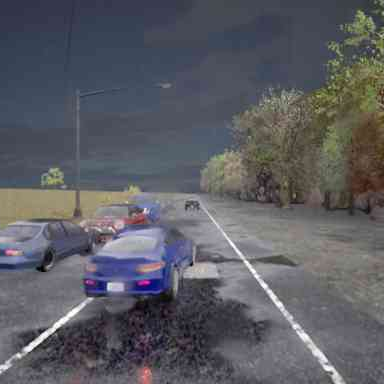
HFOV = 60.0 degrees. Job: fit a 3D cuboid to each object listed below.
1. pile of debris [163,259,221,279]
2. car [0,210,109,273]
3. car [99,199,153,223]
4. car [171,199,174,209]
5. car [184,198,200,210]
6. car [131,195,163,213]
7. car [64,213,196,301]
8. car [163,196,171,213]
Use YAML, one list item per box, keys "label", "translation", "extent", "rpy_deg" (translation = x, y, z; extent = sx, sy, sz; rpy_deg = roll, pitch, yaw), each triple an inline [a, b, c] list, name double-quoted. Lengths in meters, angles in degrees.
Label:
- label: "pile of debris"
  translation: [-0.007, 2.183, 9.567]
  extent: [1.500, 0.140, 1.860]
  rpy_deg: [0, 0, 0]
- label: "car"
  translation: [-4.748, 1.558, 10.778]
  extent: [2.033, 1.411, 5.357]
  rpy_deg: [0, 0, 7]
- label: "car"
  translation: [-3.533, 1.365, 15.534]
  extent: [2.097, 1.767, 4.553]
  rpy_deg: [0, 0, 7]
- label: "car"
  translation: [-3.638, 1.381, 44.843]
  extent: [2.097, 1.767, 4.553]
  rpy_deg: [0, 0, 0]
- label: "car"
  translation: [0.016, 1.533, 44.058]
  extent: [1.837, 1.490, 4.892]
  rpy_deg: [0, 0, 0]
- label: "car"
  translation: [-3.629, 1.241, 24.832]
  extent: [2.150, 2.045, 5.566]
  rpy_deg: [0, 0, -1]
- label: "car"
  translation: [-1.062, 1.511, 8.303]
  extent: [1.812, 1.442, 4.674]
  rpy_deg: [-1, 1, 8]
- label: "car"
  translation: [-3.629, 1.377, 34.836]
  extent: [2.097, 1.767, 4.553]
  rpy_deg: [0, 0, 0]
